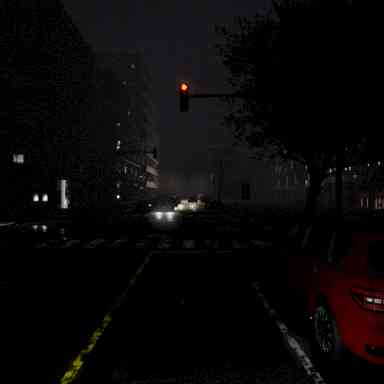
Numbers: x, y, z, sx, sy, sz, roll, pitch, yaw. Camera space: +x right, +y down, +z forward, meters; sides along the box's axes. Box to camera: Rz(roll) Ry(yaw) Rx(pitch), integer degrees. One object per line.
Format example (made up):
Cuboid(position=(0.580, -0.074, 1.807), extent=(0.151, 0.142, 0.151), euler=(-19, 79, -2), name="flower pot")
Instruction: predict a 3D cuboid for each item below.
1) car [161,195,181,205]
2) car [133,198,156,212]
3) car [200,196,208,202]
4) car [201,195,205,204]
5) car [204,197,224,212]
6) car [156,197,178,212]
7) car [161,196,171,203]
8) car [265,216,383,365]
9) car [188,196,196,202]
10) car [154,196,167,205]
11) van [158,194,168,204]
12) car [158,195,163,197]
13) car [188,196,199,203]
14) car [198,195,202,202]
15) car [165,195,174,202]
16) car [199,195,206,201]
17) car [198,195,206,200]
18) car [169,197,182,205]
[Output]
Cuboid(position=(-3.059, 1.586, 49.173), extent=(1.994, 1.385, 4.181), euler=(0, 0, 1), name="car")
Cuboid(position=(-5.663, 1.563, 38.202), extent=(2.008, 1.369, 4.403), euler=(0, 0, 0), name="car")
Cuboid(position=(2.743, 1.584, 77.095), extent=(1.752, 1.417, 4.829), euler=(0, 0, 0), name="car")
Cuboid(position=(2.724, 1.548, 49.432), extent=(1.752, 1.417, 4.829), euler=(0, 0, 0), name="car")
Cuboid(position=(2.717, 1.557, 38.196), extent=(1.887, 1.381, 4.507), euler=(0, 0, 0), name="car")
Cuboid(position=(-3.074, 1.577, 39.227), extent=(1.994, 1.385, 4.181), euler=(0, 0, 0), name="car")
Cuboid(position=(-5.641, 1.632, 71.398), extent=(1.802, 1.307, 4.206), euler=(0, 0, 0), name="car")
Cuboid(position=(2.697, 1.315, 5.808), extent=(2.192, 1.841, 5.009), euler=(0, 0, 0), name="car")
Cuboid(position=(0.055, 1.657, 79.278), extent=(1.895, 1.301, 4.718), euler=(0, 0, 0), name="car")
Cuboid(position=(-5.648, 1.476, 60.333), extent=(1.967, 1.590, 4.097), euler=(0, 0, 0), name="car")
Cuboid(position=(-5.645, 1.384, 65.866), extent=(1.690, 1.788, 3.998), euler=(0, 0, 0), name="van")
Cuboid(position=(-5.656, 1.573, 49.268), extent=(2.008, 1.369, 4.403), euler=(0, 0, 0), name="car")
Cuboid(position=(0.151, 1.612, 69.376), extent=(1.994, 1.385, 4.181), euler=(0, 0, 0), name="car")
Cuboid(position=(2.736, 1.625, 65.859), extent=(1.802, 1.307, 4.206), euler=(0, 0, 0), name="car")
Cuboid(position=(-5.634, 1.507, 82.464), extent=(1.967, 1.590, 4.097), euler=(0, 0, 0), name="car")
Cuboid(position=(2.750, 1.621, 87.990), extent=(1.887, 1.381, 4.507), euler=(0, 0, 0), name="car")
Cuboid(position=(2.754, 1.638, 93.523), extent=(2.008, 1.369, 4.403), euler=(0, 0, 0), name="car")
Cuboid(position=(-3.016, 1.585, 61.734), extent=(2.033, 1.411, 5.357), euler=(0, 0, 1), name="car")
